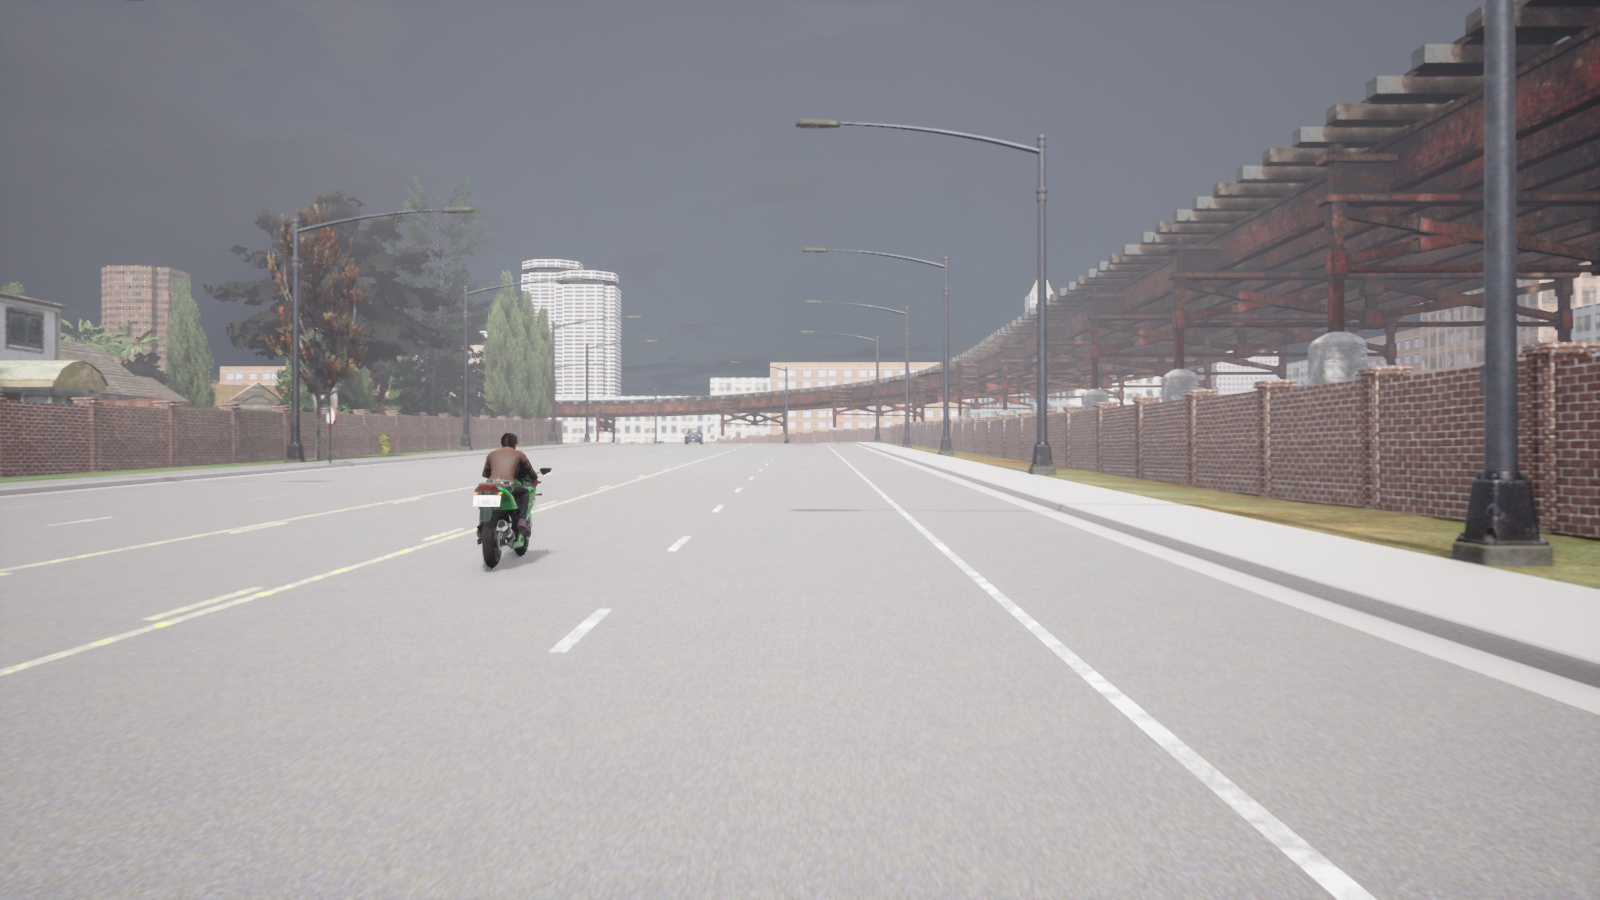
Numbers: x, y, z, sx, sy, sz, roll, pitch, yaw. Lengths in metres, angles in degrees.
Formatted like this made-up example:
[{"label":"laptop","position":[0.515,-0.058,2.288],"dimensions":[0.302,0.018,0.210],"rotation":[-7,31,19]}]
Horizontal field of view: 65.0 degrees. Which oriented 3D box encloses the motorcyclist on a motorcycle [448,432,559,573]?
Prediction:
[{"label":"motorcyclist on a motorcycle","position":[-3.399,0.553,14.605],"dimensions":[0.797,1.523,2.044],"rotation":[0,1,0]}]
